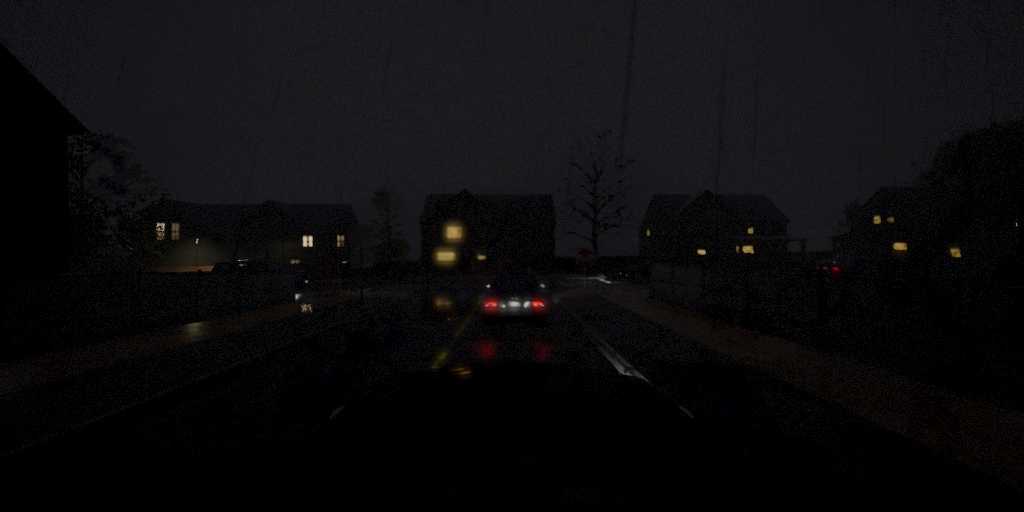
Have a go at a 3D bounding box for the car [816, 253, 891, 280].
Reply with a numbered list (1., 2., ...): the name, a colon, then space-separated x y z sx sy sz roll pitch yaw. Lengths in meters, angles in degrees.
1. car: 21.870 0.734 22.129 5.357 1.411 2.033 -1 1 0

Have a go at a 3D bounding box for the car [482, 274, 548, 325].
1. car: 0.136 1.285 11.649 2.033 1.411 5.357 0 0 1

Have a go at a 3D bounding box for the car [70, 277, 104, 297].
1. car: -27.112 1.821 22.053 5.008 1.535 1.882 -1 1 0

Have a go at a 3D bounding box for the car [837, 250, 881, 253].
1. car: 23.561 0.452 25.052 4.553 1.767 2.097 -1 1 1

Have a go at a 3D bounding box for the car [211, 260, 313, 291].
1. car: -15.410 1.288 22.057 5.566 2.045 2.150 -1 1 0

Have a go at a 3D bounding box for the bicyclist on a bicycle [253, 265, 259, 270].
1. bicyclist on a bicycle: -20.159 1.386 27.906 0.582 1.620 1.656 -1 1 0

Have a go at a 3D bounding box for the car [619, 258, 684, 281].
1. car: 9.987 0.924 25.041 4.892 1.490 1.837 -1 1 0
